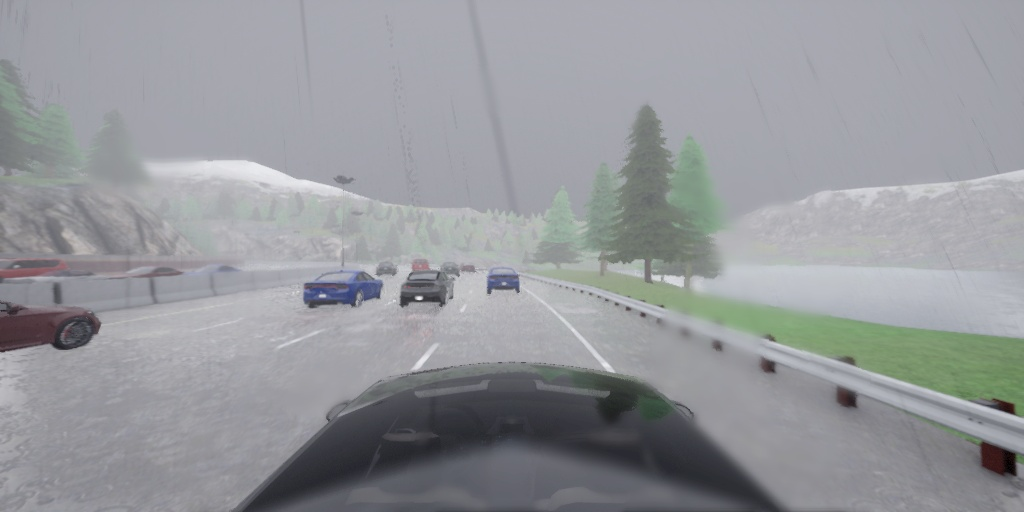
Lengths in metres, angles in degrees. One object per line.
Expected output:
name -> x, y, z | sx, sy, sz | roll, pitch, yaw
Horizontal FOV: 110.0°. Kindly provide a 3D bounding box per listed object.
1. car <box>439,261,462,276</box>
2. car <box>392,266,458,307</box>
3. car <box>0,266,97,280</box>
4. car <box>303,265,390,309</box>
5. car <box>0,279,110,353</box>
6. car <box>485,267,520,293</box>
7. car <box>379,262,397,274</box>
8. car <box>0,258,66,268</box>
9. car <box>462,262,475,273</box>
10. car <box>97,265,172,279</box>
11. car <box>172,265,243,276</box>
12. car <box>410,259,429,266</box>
car -> -7.494, 1.470, 42.521 | 2.097, 1.767, 4.553 | 0, -1, -13
car -> -3.743, 1.389, 16.332 | 1.837, 1.490, 4.892 | 0, 0, -3
car -> -29.206, 1.549, 23.225 | 1.895, 1.301, 4.718 | 0, -1, -7
car -> -7.191, 1.356, 15.834 | 1.882, 1.535, 5.008 | 0, 0, -3
car -> -10.423, 1.318, 6.305 | 1.812, 1.442, 4.674 | 0, 0, -1
car -> -0.660, 1.416, 22.577 | 1.882, 1.535, 5.008 | 0, 0, -5
car -> -14.768, 1.471, 42.479 | 2.097, 1.767, 4.553 | 0, -1, -14
car -> -32.760, 1.170, 23.526 | 2.150, 2.045, 5.566 | 0, 0, -8
car -> -6.825, 1.696, 53.527 | 1.882, 1.535, 5.008 | 1, -1, -17
car -> -26.031, 1.448, 25.759 | 1.882, 1.535, 5.008 | 0, -1, -8
car -> -22.750, 1.463, 27.412 | 1.882, 1.535, 5.008 | 0, -1, -9
car -> -11.971, 1.378, 46.513 | 2.150, 2.045, 5.566 | 1, -1, -16
